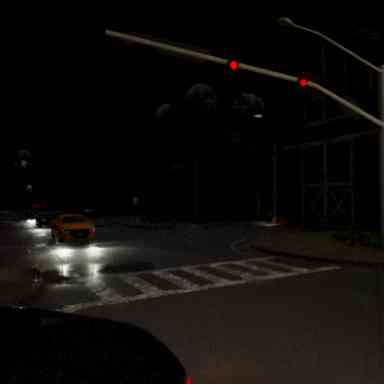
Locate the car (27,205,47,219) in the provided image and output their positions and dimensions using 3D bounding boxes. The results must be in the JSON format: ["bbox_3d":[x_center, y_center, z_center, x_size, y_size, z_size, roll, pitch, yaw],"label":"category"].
[{"bbox_3d":[-20.646,2.782,43.745,2.128,1.511,4.902,0,-2,-29],"label":"car"}]

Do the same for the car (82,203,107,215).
[{"bbox_3d":[-14.242,2.548,48.052,3.866,1.878,1.905,-3,3,18],"label":"car"}]

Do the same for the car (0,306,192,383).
[{"bbox_3d":[-2.015,1.640,2.239,4.181,1.385,1.994,0,-2,-29],"label":"car"}]

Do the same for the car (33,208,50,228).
[{"bbox_3d":[-12.980,2.411,30.120,1.812,1.442,4.674,1,-2,-29],"label":"car"}]

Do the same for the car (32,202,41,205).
[{"bbox_3d":[-37.221,3.494,80.050,2.150,2.045,5.566,1,-2,-30],"label":"car"}]

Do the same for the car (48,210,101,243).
[{"bbox_3d":[-7.135,2.049,19.833,1.882,1.535,5.008,1,-2,-29],"label":"car"}]

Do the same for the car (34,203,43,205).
[{"bbox_3d":[-32.076,3.583,70.990,1.882,1.535,5.008,1,-2,-30],"label":"car"}]
